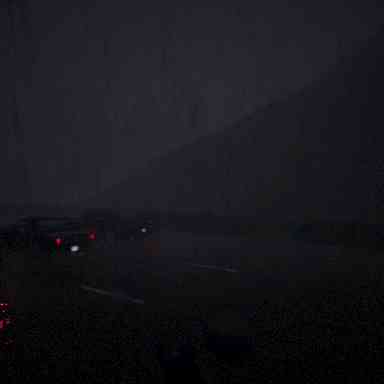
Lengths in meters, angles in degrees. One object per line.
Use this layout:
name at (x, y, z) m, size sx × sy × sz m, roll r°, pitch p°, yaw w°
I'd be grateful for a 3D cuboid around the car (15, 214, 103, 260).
car at (-5.706, 1.586, 12.359) m, size 4.718 × 1.301 × 1.895 m, roll 0°, pitch 0°, yaw 35°

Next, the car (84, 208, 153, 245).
car at (-4.048, 1.462, 15.475) m, size 5.008 × 1.535 × 1.882 m, roll 0°, pitch 0°, yaw 35°

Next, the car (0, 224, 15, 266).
car at (-7.026, 1.491, 9.001) m, size 4.892 × 1.490 × 1.837 m, roll 0°, pitch 0°, yaw 35°
